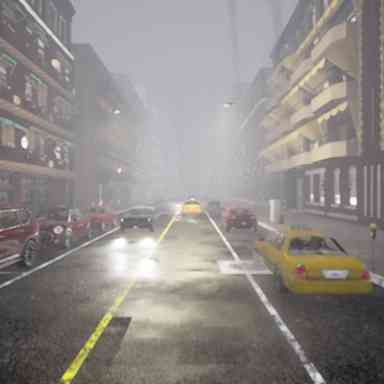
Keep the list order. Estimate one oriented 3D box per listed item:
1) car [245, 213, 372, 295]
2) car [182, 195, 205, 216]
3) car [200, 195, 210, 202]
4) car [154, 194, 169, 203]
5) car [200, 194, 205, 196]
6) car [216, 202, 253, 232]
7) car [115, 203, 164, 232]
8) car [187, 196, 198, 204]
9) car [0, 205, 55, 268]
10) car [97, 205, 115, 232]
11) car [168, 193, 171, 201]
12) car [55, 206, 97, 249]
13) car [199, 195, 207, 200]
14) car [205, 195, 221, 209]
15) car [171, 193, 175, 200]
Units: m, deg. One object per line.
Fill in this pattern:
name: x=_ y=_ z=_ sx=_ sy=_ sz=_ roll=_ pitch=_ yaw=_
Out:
car: x=2.697 y=1.503 z=8.559 sx=1.752 sy=1.417 sz=4.829 roll=0 pitch=0 yaw=0
car: x=0.058 y=1.379 z=31.120 sx=1.801 sy=1.575 sz=5.366 roll=0 pitch=0 yaw=1
car: x=2.738 y=1.381 z=70.387 sx=1.947 sy=1.339 sz=4.313 roll=0 pitch=0 yaw=0
car: x=-5.650 y=1.397 z=59.124 sx=2.008 sy=1.369 sz=4.403 roll=0 pitch=0 yaw=0
car: x=2.735 y=1.355 z=64.920 sx=1.752 sy=1.417 sz=4.829 roll=0 pitch=0 yaw=0
car: x=2.704 y=1.494 z=19.661 sx=1.887 sy=1.381 sz=4.507 roll=0 pitch=0 yaw=0
car: x=-2.988 y=1.554 z=19.825 sx=1.895 sy=1.301 sz=4.718 roll=0 pitch=0 yaw=0
car: x=0.041 y=1.365 z=58.235 sx=1.837 sy=1.490 sz=4.892 roll=0 pitch=-1 yaw=0
car: x=-5.683 y=1.294 z=8.398 sx=2.192 sy=1.841 sz=5.009 roll=0 pitch=0 yaw=0
car: x=-5.676 y=1.495 z=19.671 sx=1.887 sy=1.381 sz=4.507 roll=0 pitch=0 yaw=0
car: x=-5.647 y=1.382 z=64.761 sx=2.008 sy=1.369 sz=4.403 roll=0 pitch=0 yaw=0
car: x=-5.680 y=1.405 z=14.034 sx=1.967 sy=1.590 sz=4.097 roll=0 pitch=0 yaw=0
car: x=2.746 y=1.367 z=81.659 sx=1.802 sy=1.307 sz=4.206 roll=0 pitch=0 yaw=0
car: x=2.720 y=1.442 z=42.206 sx=2.008 sy=1.369 sz=4.403 roll=0 pitch=0 yaw=0
car: x=-5.639 y=1.345 z=76.033 sx=1.887 sy=1.381 sz=4.507 roll=0 pitch=0 yaw=0
